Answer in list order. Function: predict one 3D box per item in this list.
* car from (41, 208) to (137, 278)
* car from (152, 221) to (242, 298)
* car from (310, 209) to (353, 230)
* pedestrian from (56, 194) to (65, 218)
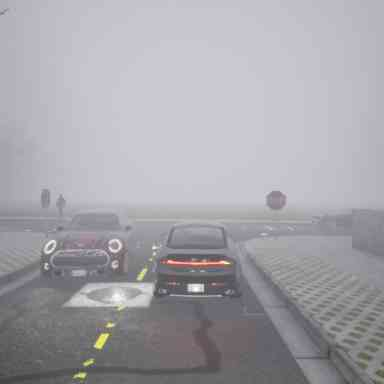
[{"bbox_3d":[-2.881,1.350,10.192,2.097,1.767,4.553,0,0,-5],"label":"car"},{"bbox_3d":[0.176,1.503,8.500,1.837,1.490,4.892,0,0,3],"label":"car"},{"bbox_3d":[10.268,1.754,21.725,4.718,1.301,1.895,1,0,-1],"label":"car"},{"bbox_3d":[-9.685,0.997,24.504,0.375,1.860,0.375,0,-1,0],"label":"pedestrian"}]
